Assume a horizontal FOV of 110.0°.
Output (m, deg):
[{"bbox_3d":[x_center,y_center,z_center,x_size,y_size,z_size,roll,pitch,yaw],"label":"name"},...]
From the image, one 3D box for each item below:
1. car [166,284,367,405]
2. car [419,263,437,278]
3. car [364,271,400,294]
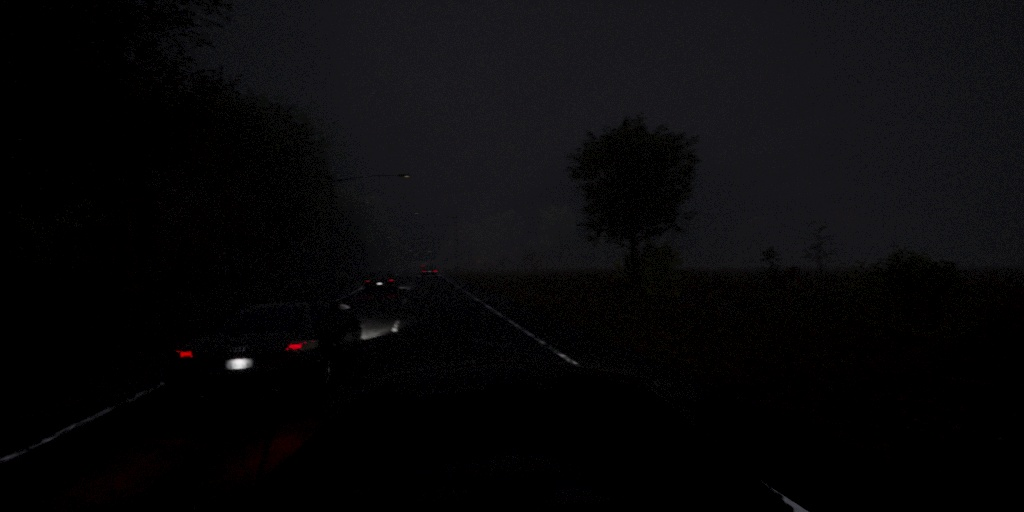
[{"bbox_3d":[-4.166,1.443,6.762,1.994,1.385,4.181,-1,0,-15],"label":"car"},{"bbox_3d":[-10.133,1.858,43.772,2.033,1.411,5.357,-1,0,-15],"label":"car"},{"bbox_3d":[-8.568,1.676,23.773,1.994,1.385,4.181,-1,0,-15],"label":"car"}]
